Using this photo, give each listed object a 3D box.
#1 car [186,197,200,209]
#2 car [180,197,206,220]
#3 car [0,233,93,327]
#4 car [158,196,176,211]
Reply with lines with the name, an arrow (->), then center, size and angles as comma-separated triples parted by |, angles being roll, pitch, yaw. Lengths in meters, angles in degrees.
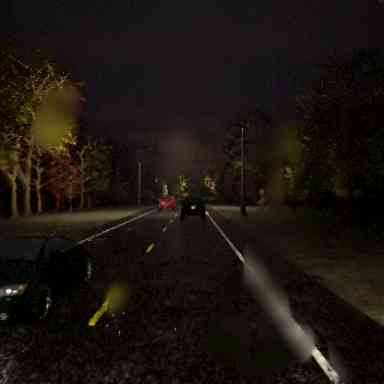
car -> 0.109, 1.727, 53.030 | 2.097, 1.767, 4.553 | 0, 0, 0
car -> 0.107, 1.443, 31.070 | 2.150, 2.045, 5.566 | 0, 0, 0
car -> -3.598, 1.615, 7.093 | 1.994, 1.385, 4.181 | 0, 0, 0
car -> -3.548, 1.560, 47.904 | 2.150, 2.045, 5.566 | 0, 0, 1
